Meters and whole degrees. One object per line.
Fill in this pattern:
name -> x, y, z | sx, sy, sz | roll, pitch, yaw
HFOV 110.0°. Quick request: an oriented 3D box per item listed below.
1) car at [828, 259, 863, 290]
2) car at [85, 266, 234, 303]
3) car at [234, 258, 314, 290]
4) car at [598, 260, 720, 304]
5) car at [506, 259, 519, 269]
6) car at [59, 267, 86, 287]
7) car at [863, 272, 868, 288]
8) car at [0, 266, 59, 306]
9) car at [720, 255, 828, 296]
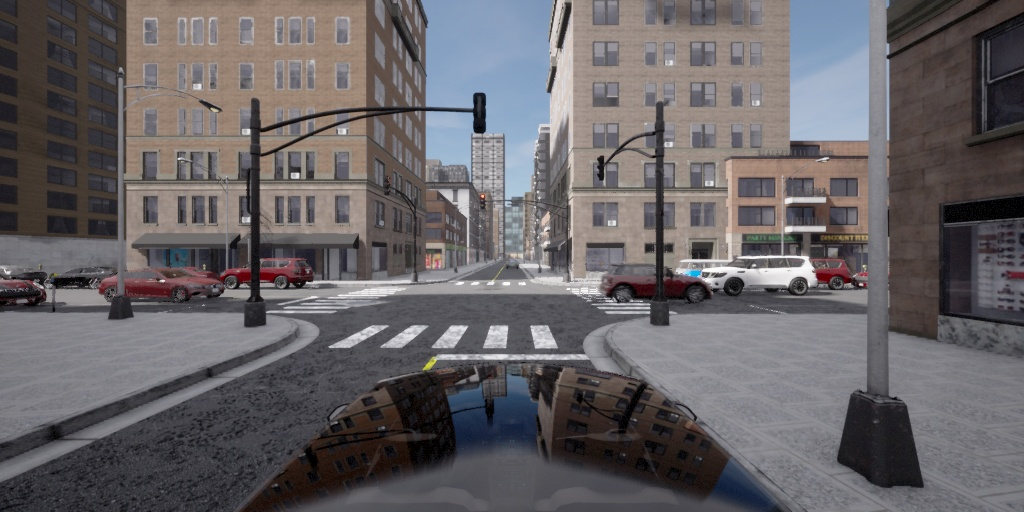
car -> 17.631, 1.086, 21.839 | 5.009, 1.841, 2.192 | 0, 0, 0
car -> -15.627, 1.270, 16.077 | 4.674, 1.442, 1.812 | 0, 0, 0
car -> -14.913, 1.058, 22.023 | 5.009, 1.841, 2.192 | 0, 0, 0
car -> 6.269, 1.114, 15.946 | 4.553, 1.767, 2.097 | 0, 0, 0
car -> 0.051, 1.336, 57.786 | 1.994, 1.385, 4.181 | 0, 0, -1
car -> -25.959, 1.299, 22.085 | 4.313, 1.339, 1.948 | 0, 0, 0
car -> 23.227, 1.216, 21.808 | 4.097, 1.591, 1.967 | 0, 0, 0
car -> -20.459, 1.179, 13.528 | 4.097, 1.591, 1.967 | 0, 0, 0
car -> 12.956, 0.990, 19.106 | 5.566, 2.045, 2.150 | 0, 0, 0
